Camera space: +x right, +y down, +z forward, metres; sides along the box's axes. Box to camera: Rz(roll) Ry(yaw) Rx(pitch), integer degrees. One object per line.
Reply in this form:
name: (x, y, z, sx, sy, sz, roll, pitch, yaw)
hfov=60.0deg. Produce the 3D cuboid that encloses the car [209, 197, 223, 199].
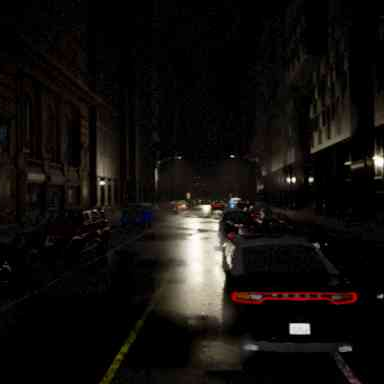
car: (4.814, 1.939, 63.327, 2.150, 2.045, 5.566, -1, -1, 4)

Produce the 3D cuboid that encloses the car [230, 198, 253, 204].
car: (5.455, 1.661, 34.464, 2.192, 1.841, 5.009, -1, -1, 4)

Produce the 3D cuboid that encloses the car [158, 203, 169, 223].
car: (-3.470, 1.931, 29.319, 1.752, 1.417, 4.829, -1, -1, 4)

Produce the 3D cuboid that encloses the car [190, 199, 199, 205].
car: (0.672, 2.601, 85.349, 1.887, 1.381, 4.507, -1, -1, 4)

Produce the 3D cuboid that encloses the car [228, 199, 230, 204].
car: (6.296, 2.001, 45.804, 1.752, 1.417, 4.829, -1, -1, 4)

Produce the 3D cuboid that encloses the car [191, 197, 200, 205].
car: (1.082, 2.437, 90.939, 2.192, 1.841, 5.009, -1, -1, 4)

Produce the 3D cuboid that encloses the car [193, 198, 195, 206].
car: (-0.980, 2.360, 63.005, 1.947, 1.339, 4.313, -1, -1, 4)

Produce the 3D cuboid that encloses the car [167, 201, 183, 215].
car: (-2.633, 1.976, 40.662, 1.967, 1.590, 4.097, -1, -1, 4)

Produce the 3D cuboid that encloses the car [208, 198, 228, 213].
car: (3.454, 2.004, 44.429, 1.837, 1.490, 4.892, -1, -1, 5)

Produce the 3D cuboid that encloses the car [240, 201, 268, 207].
car: (4.631, 1.659, 23.290, 1.967, 1.590, 4.097, -1, -1, 4)

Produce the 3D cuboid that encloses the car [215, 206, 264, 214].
car: (2.200, 1.675, 16.495, 1.837, 1.490, 4.892, -1, -1, 4)

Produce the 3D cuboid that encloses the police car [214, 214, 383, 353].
police car: (1.488, 1.486, 6.629, 1.930, 1.638, 5.238, -1, -1, 4)

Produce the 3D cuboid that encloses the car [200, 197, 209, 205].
car: (3.219, 2.335, 82.406, 2.097, 1.767, 4.553, -1, -1, 4)

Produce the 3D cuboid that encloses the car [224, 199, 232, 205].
car: (9.174, 2.475, 84.740, 1.887, 1.381, 4.507, -1, -1, 4)

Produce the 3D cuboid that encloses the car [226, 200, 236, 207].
car: (7.936, 2.315, 67.980, 1.802, 1.307, 4.206, -1, -1, 4)

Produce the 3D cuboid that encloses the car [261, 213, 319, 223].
car: (3.806, 1.660, 12.116, 1.947, 1.339, 4.313, -1, -1, 4)

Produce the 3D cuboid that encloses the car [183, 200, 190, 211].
car: (-1.807, 2.105, 51.834, 1.967, 1.590, 4.097, -1, -1, 4)

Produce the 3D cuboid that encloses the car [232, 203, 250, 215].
car: (5.871, 1.992, 40.048, 1.802, 1.307, 4.206, -1, -1, 4)

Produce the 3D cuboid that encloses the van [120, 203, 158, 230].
van: (-3.872, 1.686, 23.904, 1.690, 1.788, 3.998, -1, -1, 4)

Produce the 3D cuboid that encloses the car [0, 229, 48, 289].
car: (-5.108, 1.740, 7.143, 1.802, 1.307, 4.206, -1, -1, 4)

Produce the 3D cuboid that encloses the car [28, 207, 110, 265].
car: (-4.698, 1.535, 12.733, 2.192, 1.841, 5.009, -1, -1, 4)

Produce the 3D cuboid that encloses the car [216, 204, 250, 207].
car: (2.702, 1.762, 22.474, 1.812, 1.442, 4.674, -1, -1, 4)

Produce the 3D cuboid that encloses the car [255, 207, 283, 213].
car: (4.219, 1.707, 17.702, 2.008, 1.369, 4.403, -1, -1, 4)

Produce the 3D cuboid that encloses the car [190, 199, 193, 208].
car: (-1.393, 2.311, 57.418, 1.802, 1.307, 4.206, -1, -1, 4)

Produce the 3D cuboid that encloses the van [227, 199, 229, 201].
van: (6.694, 1.880, 51.224, 1.690, 1.788, 3.998, -1, -1, 4)

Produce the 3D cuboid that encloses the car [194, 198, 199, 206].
car: (-0.154, 2.475, 74.177, 2.008, 1.369, 4.403, -1, -1, 4)
